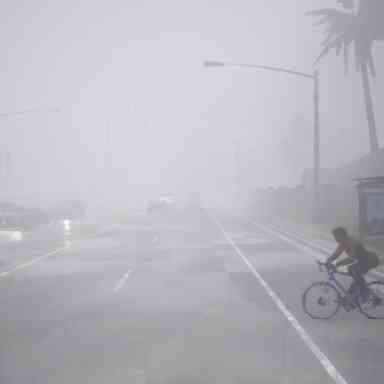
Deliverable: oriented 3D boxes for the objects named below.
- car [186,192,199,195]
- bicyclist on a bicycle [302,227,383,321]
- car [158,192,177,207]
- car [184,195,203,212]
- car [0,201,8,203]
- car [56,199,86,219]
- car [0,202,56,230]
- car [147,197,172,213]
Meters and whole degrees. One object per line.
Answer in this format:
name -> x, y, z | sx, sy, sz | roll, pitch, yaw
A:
car -> 0.115, 0.942, 47.527 | 2.150, 2.045, 5.566 | 0, 1, 0
bicyclist on a bicycle -> 2.732, 1.436, 5.788 | 1.656, 1.620, 0.582 | 0, 0, -1
car -> -3.405, 0.966, 45.311 | 2.150, 2.045, 5.566 | 0, 1, 4
car -> 0.114, 1.342, 36.398 | 1.812, 1.442, 4.674 | 0, 1, 0
car -> -14.075, 1.448, 23.961 | 1.837, 1.490, 4.892 | 0, 0, 0
car -> -10.553, 1.405, 28.460 | 1.837, 1.490, 4.892 | 0, 1, 0
car -> -10.529, 1.525, 20.697 | 1.994, 1.385, 4.181 | 0, 0, 1
car -> -3.393, 1.444, 33.836 | 1.895, 1.301, 4.718 | 0, 0, 0
